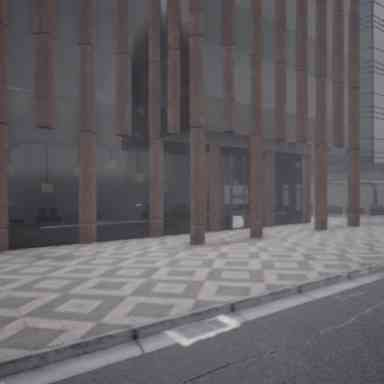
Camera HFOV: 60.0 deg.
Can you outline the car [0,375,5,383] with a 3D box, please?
[{"bbox_3d":[-2.986,1.566,1.230,4.181,1.385,1.994,0,0,-35],"label":"car"}]
